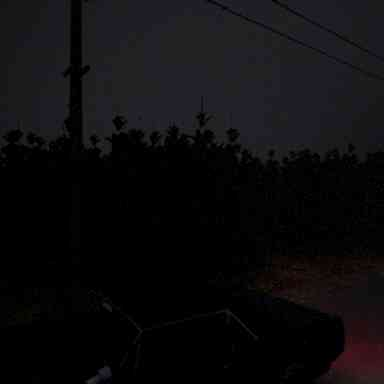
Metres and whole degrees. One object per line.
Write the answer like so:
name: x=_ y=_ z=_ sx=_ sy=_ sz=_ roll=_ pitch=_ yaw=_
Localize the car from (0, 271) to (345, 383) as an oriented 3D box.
car: x=-0.670 y=1.601 z=3.143 sx=4.718 sy=1.301 sz=1.895 roll=0 pitch=0 yaw=-35
